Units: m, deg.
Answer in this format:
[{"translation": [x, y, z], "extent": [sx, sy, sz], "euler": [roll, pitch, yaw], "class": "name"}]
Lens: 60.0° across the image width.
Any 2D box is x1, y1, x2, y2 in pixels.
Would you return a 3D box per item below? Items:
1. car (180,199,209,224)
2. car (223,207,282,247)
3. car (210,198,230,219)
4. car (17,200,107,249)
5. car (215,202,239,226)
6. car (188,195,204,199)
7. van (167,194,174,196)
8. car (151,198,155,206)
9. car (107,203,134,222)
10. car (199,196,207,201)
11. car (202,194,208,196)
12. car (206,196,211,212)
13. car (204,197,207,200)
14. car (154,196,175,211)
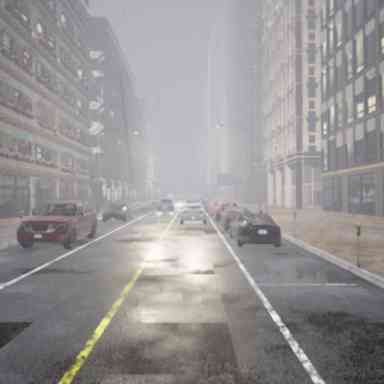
[{"translation": [0.101, 1.525, 24.722], "extent": [1.812, 1.442, 4.674], "euler": [0, 0, 0], "class": "car"}, {"translation": [2.703, 1.566, 14.788], "extent": [1.947, 1.339, 4.313], "euler": [1, 0, 0], "class": "car"}, {"translation": [2.705, 1.440, 26.091], "extent": [1.967, 1.590, 4.097], "euler": [1, 0, 0], "class": "car"}, {"translation": [-5.674, 1.315, 14.791], "extent": [2.192, 1.841, 5.009], "euler": [1, 0, 0], "class": "car"}, {"translation": [2.703, 1.545, 20.439], "extent": [1.887, 1.381, 4.507], "euler": [1, 0, 0], "class": "car"}, {"translation": [0.102, 1.501, 42.049], "extent": [2.163, 1.488, 4.792], "euler": [0, 0, 0], "class": "car"}, {"translation": [-5.758, 1.328, 88.286], "extent": [1.690, 1.788, 3.998], "euler": [1, 0, 0], "class": "van"}, {"translation": [-5.675, 1.521, 54.180], "extent": [1.752, 1.417, 4.829], "euler": [1, 0, 0], "class": "car"}, {"translation": [-5.677, 1.565, 26.093], "extent": [1.947, 1.339, 4.313], "euler": [1, 0, 0], "class": "car"}, {"translation": [2.705, 1.571, 82.602], "extent": [1.802, 1.307, 4.206], "euler": [1, 0, 0], "class": "car"}, {"translation": [2.704, 1.576, 59.998], "extent": [1.802, 1.307, 4.206], "euler": [1, 0, 0], "class": "car"}, {"translation": [2.705, 1.439, 31.742], "extent": [1.967, 1.590, 4.097], "euler": [1, 0, 0], "class": "car"}, {"translation": [2.704, 1.549, 37.393], "extent": [2.008, 1.369, 4.403], "euler": [1, 0, 0], "class": "car"}, {"translation": [-3.092, 1.523, 39.927], "extent": [1.812, 1.442, 4.674], "euler": [0, 0, 0], "class": "car"}]
